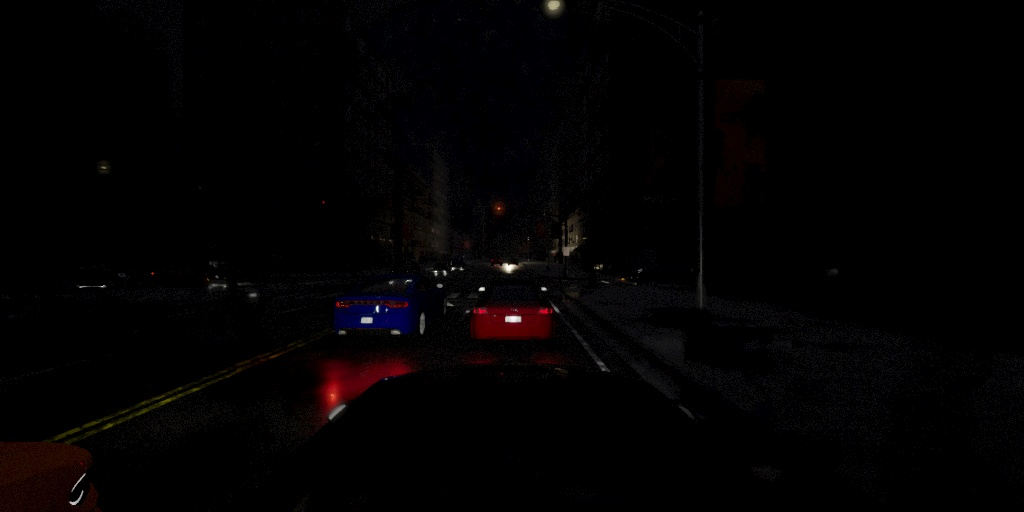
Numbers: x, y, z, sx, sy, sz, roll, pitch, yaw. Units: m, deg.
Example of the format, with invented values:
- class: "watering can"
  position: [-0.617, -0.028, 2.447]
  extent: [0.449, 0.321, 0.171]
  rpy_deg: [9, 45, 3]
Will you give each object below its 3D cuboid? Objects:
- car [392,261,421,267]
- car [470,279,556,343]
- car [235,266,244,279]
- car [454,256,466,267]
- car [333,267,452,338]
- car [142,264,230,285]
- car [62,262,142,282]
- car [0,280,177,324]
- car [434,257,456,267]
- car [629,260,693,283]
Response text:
- class: "car"
  position: [-9.749, 1.267, 33.182]
  extent: [1.837, 1.490, 4.892]
  rpy_deg: [0, 0, 0]
- class: "car"
  position: [0.029, 1.314, 9.648]
  extent: [1.994, 1.385, 4.181]
  rpy_deg: [0, 0, 0]
- class: "car"
  position: [-25.283, 1.330, 30.524]
  extent: [4.313, 1.339, 1.948]
  rpy_deg: [0, 0, 0]
- class: "car"
  position: [-9.603, 0.965, 64.500]
  extent: [2.150, 2.045, 5.566]
  rpy_deg: [0, 0, 1]
- class: "car"
  position: [-3.121, 1.228, 10.176]
  extent: [1.882, 1.535, 5.008]
  rpy_deg: [0, 0, 0]
- class: "car"
  position: [-22.523, 1.307, 25.018]
  extent: [4.181, 1.385, 1.994]
  rpy_deg: [0, 0, 1]
- class: "car"
  position: [-25.351, 1.172, 22.500]
  extent: [4.097, 1.591, 1.967]
  rpy_deg: [0, 0, 0]
- class: "car"
  position: [-9.837, 1.351, 7.078]
  extent: [1.895, 1.301, 4.718]
  rpy_deg: [0, 0, 0]
- class: "car"
  position: [-9.689, 1.294, 50.687]
  extent: [2.033, 1.411, 5.357]
  rpy_deg: [0, 0, 0]
- class: "car"
  position: [11.631, 1.140, 28.061]
  extent: [4.553, 1.767, 2.097]
  rpy_deg: [0, 0, 2]
